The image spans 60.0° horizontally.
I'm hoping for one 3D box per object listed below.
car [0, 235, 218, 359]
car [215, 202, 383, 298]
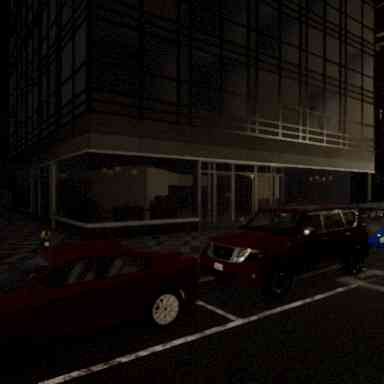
[{"bbox_3d":[-1.959,1.536,5.359,4.507,1.381,1.887,0,1,-35],"label":"car"},{"bbox_3d":[2.620,1.268,8.623,5.009,1.841,2.192,0,1,-35],"label":"car"}]
